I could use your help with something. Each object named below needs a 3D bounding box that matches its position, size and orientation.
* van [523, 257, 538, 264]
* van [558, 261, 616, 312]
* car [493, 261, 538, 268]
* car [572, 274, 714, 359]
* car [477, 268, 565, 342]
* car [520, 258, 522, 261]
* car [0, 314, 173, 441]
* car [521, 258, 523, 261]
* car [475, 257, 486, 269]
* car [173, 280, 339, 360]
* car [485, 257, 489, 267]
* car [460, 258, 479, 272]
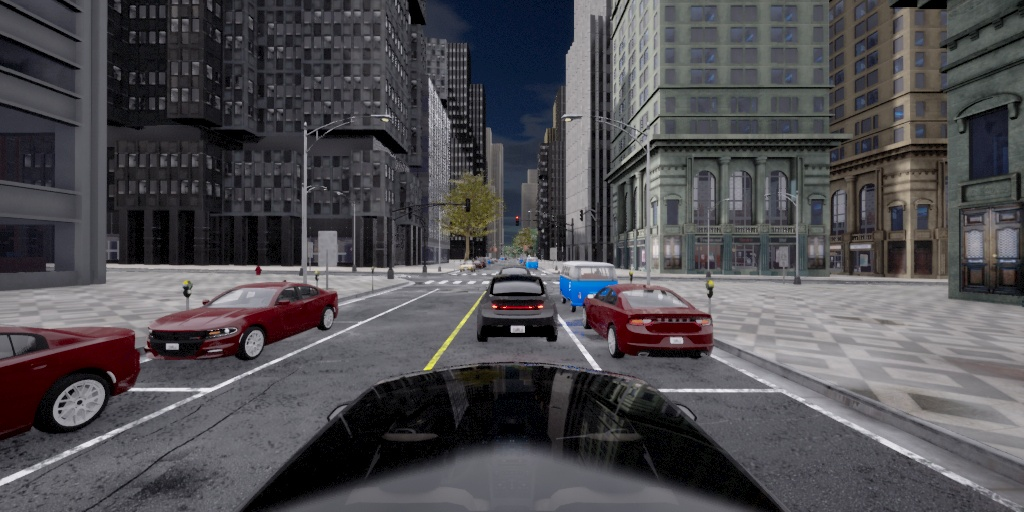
[{"bbox_3d":[2.874,1.116,51.807,1.690,1.789,3.998,0,0,0],"label":"van"},{"bbox_3d":[2.803,1.093,13.823,1.690,1.789,3.998,0,0,0],"label":"van"},{"bbox_3d":[0.134,1.231,18.950,1.882,1.535,5.008,0,0,0],"label":"car"},{"bbox_3d":[2.790,1.296,8.298,1.888,1.381,4.507,0,0,0],"label":"car"},{"bbox_3d":[0.119,1.256,9.774,1.837,1.490,4.892,0,0,0],"label":"car"},{"bbox_3d":[2.897,1.331,62.633,1.888,1.381,4.507,0,0,0],"label":"car"},{"bbox_3d":[-5.776,1.295,2.810,1.888,1.381,4.507,0,0,0],"label":"car"},{"bbox_3d":[2.886,1.346,57.220,1.948,1.339,4.313,0,0,0],"label":"car"},{"bbox_3d":[-5.640,1.325,57.008,1.888,1.381,4.507,0,0,0],"label":"car"},{"bbox_3d":[-5.765,1.296,8.335,1.888,1.381,4.507,0,0,0],"label":"car"},{"bbox_3d":[-5.628,1.100,62.297,2.192,1.841,5.009,0,0,0],"label":"car"},{"bbox_3d":[-5.670,1.296,46.258,1.751,1.417,4.829,0,0,0],"label":"car"}]
